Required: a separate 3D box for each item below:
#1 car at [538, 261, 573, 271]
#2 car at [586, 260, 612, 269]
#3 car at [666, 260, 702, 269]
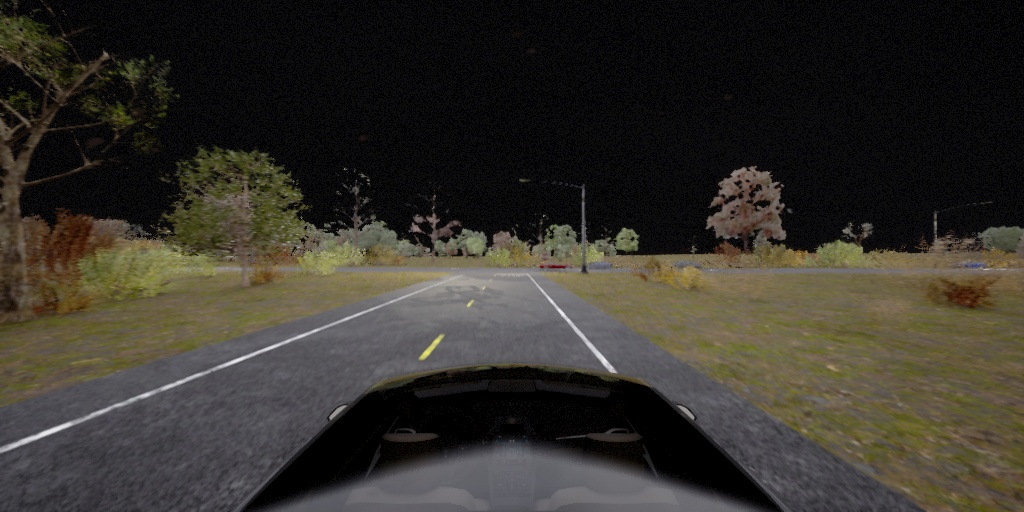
[{"bbox_3d":[6.019,1.390,49.532,4.718,1.301,1.895,0,0,-2],"label":"car"},{"bbox_3d":[13.720,1.391,56.775,4.181,1.385,1.994,0,0,-2],"label":"car"},{"bbox_3d":[27.245,1.405,57.176,5.357,1.411,2.033,0,0,-2],"label":"car"}]
